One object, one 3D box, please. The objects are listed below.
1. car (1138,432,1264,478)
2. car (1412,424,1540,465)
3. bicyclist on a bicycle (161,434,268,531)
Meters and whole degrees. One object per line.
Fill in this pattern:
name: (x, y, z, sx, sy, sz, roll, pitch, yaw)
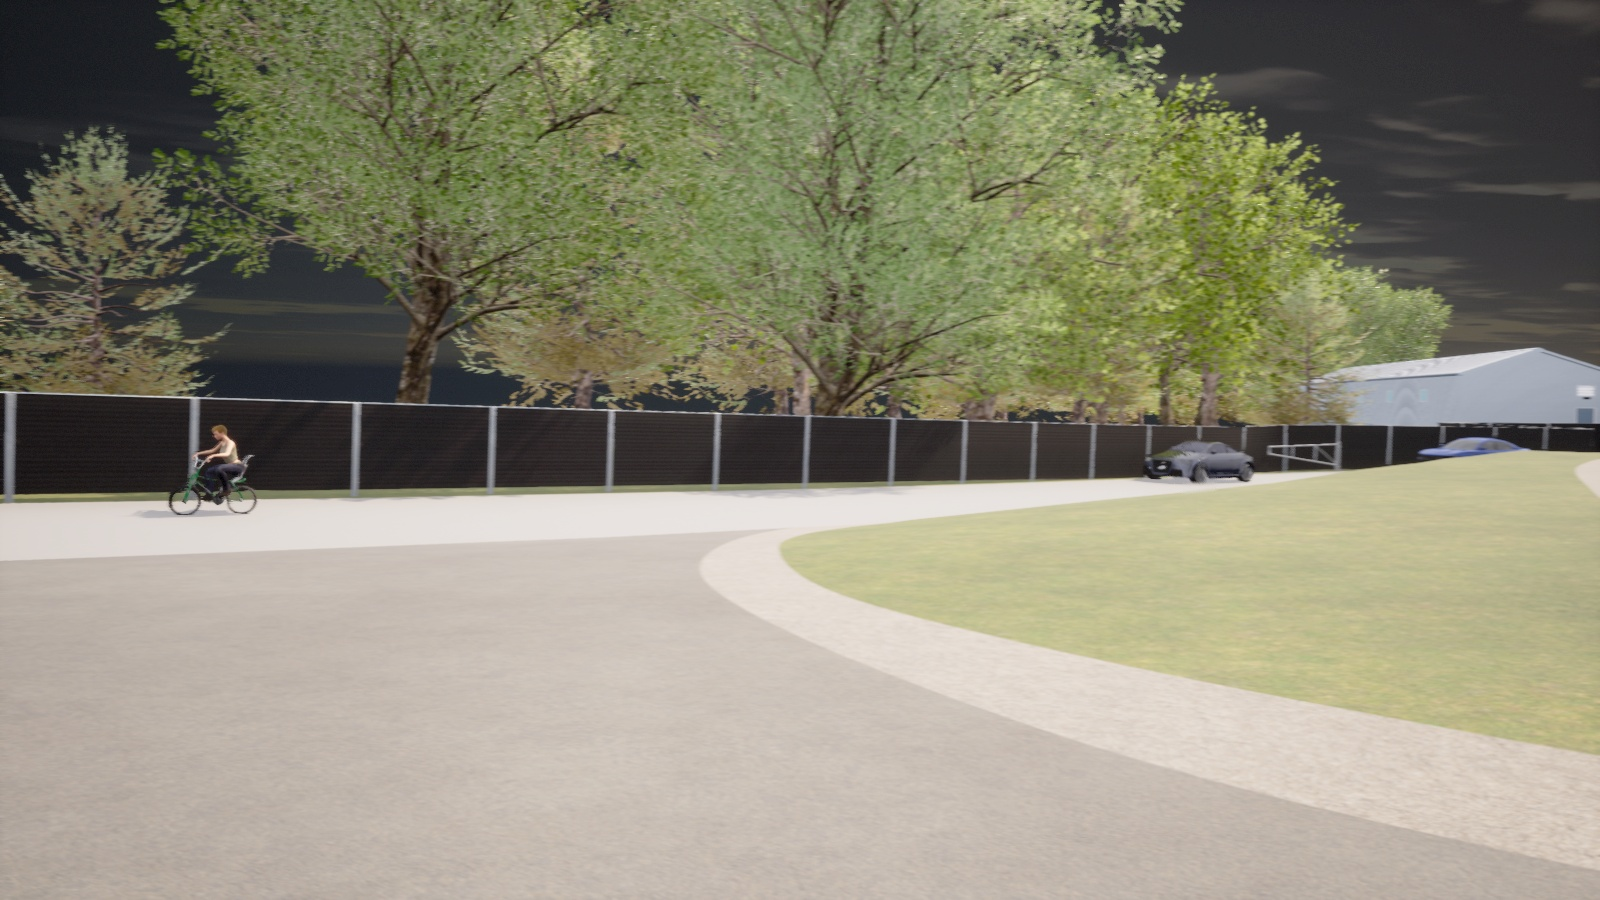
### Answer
car: (13.785, 0.143, 43.096, 4.181, 1.385, 1.994, -2, 4, -36)
car: (27.813, -0.267, 51.650, 5.008, 1.535, 1.882, -1, 3, -23)
bicyclist on a bicycle: (-10.343, 0.543, 22.184, 1.509, 1.612, 0.866, -1, 3, -43)
